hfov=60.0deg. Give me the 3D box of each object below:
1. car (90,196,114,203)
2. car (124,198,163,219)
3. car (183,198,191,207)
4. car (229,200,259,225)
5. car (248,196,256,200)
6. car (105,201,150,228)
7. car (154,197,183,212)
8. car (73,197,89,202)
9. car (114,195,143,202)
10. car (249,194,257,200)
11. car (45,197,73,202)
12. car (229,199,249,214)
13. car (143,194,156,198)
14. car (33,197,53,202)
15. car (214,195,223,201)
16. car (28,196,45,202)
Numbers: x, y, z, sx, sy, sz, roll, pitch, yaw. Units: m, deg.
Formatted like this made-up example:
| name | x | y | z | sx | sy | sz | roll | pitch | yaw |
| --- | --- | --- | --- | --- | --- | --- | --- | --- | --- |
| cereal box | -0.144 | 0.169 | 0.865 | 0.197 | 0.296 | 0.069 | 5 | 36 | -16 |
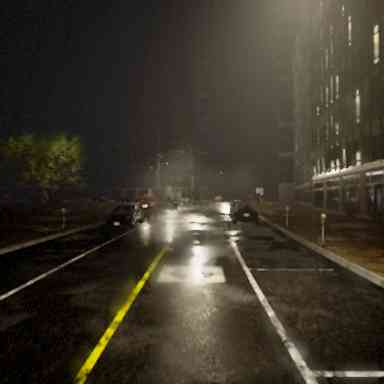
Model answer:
| name | x | y | z | sx | sy | sz | roll | pitch | yaw |
| --- | --- | --- | --- | --- | --- | --- | --- | --- | --- |
| car | -18.028 | 1.599 | 68.298 | 4.403 | 1.369 | 2.008 | 0 | -1 | 18 |
| car | -3.955 | 1.502 | 27.641 | 1.752 | 1.417 | 4.829 | 1 | 0 | 5 |
| car | -1.153 | 1.524 | 49.400 | 2.008 | 1.369 | 4.403 | 1 | 0 | 9 |
| car | 3.764 | 1.537 | 23.924 | 1.947 | 1.339 | 4.313 | 1 | 0 | 5 |
| car | 4.292 | 1.407 | 29.587 | 1.967 | 1.590 | 4.097 | 1 | 0 | 6 |
| car | -4.406 | 1.544 | 22.331 | 1.947 | 1.339 | 4.313 | 1 | 0 | 4 |
| car | -2.727 | 1.523 | 38.698 | 2.008 | 1.369 | 4.403 | 1 | 0 | 7 |
| car | -26.458 | 1.782 | 79.264 | 4.829 | 1.417 | 1.752 | 0 | -1 | 18 |
| car | -12.702 | 1.581 | 66.595 | 4.313 | 1.339 | 1.947 | 0 | -1 | 18 |
| car | 16.025 | 1.312 | 87.615 | 2.192 | 1.841 | 5.009 | 1 | 0 | 17 |
| car | -28.681 | 1.667 | 71.703 | 4.403 | 1.369 | 2.008 | 0 | -1 | 18 |
| car | 4.915 | 1.506 | 35.196 | 1.887 | 1.381 | 4.507 | 1 | 0 | 7 |
| car | -10.309 | 1.470 | 74.106 | 5.009 | 1.841 | 2.192 | 0 | -1 | 18 |
| car | -36.953 | 1.874 | 82.619 | 4.403 | 1.369 | 2.008 | 0 | -1 | 18 |
| car | 6.940 | 1.551 | 85.750 | 1.752 | 1.417 | 4.829 | 1 | 0 | 16 |
| car | -34.007 | 1.590 | 73.408 | 4.097 | 1.590 | 1.967 | 0 | -1 | 18 |
